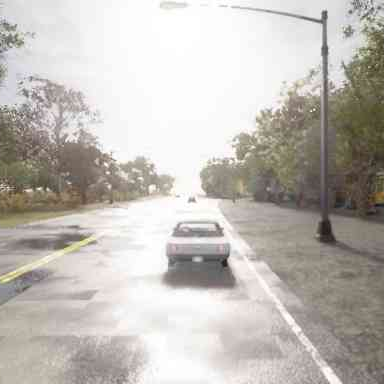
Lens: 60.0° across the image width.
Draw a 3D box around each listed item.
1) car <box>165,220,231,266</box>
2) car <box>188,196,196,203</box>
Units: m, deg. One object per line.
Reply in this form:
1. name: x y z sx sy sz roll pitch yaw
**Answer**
1. car: 0.209 1.618 11.634 1.895 1.301 4.718 0 0 1
2. car: -0.023 1.667 75.104 2.033 1.411 5.357 0 0 0
